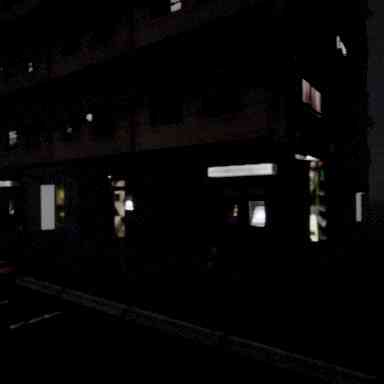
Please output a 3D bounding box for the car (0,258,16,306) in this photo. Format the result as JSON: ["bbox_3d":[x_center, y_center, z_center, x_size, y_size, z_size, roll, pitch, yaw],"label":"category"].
[{"bbox_3d":[-5.328,1.537,6.691,4.507,1.381,1.887,0,-1,36],"label":"car"}]
